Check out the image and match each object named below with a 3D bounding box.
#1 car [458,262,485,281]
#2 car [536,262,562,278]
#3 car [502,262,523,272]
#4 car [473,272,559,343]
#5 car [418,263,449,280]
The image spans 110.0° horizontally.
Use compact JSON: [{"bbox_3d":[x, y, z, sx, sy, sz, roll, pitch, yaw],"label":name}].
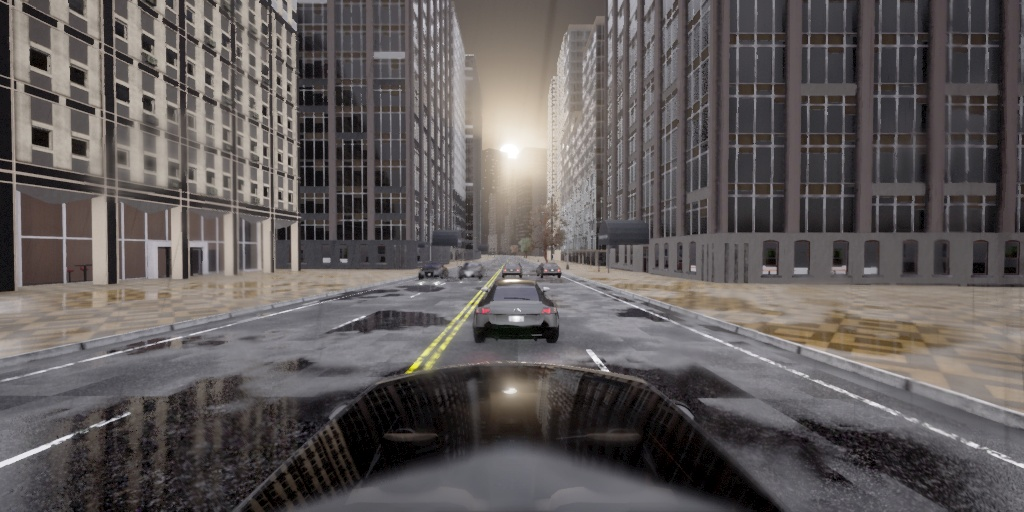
[{"bbox_3d":[-3.359,1.227,30.376,2.128,1.511,4.902,0,0,0],"label":"car"},{"bbox_3d":[3.356,1.280,33.291,2.033,1.411,5.357,0,0,-2],"label":"car"},{"bbox_3d":[0.065,1.280,33.642,2.033,1.411,5.357,0,0,2],"label":"car"},{"bbox_3d":[0.096,1.312,9.673,1.994,1.385,4.181,0,0,0],"label":"car"},{"bbox_3d":[-6.608,1.299,30.588,1.994,1.385,4.181,0,0,0],"label":"car"}]
